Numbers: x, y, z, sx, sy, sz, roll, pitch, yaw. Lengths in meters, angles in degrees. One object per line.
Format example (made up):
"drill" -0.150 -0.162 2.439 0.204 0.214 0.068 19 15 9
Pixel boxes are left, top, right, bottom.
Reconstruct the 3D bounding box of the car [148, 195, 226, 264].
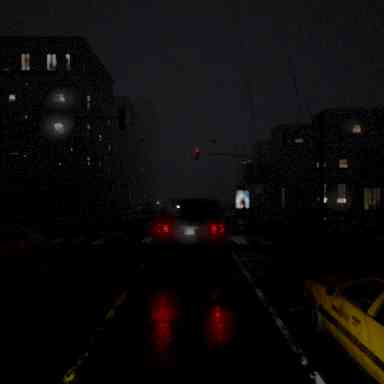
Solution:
"car" 0.017 1.229 11.938 2.150 2.045 5.566 0 0 2

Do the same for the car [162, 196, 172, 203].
"car" -5.642 1.640 75.904 1.752 1.417 4.829 0 0 0

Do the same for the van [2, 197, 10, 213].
"van" -17.743 1.307 28.349 3.998 1.788 1.690 0 0 0

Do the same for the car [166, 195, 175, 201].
"car" -5.635 1.583 87.467 1.967 1.590 4.097 0 0 0

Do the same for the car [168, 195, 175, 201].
"car" -5.630 1.684 92.993 1.752 1.417 4.829 -1 0 0

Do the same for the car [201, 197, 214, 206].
"car" 2.727 1.629 58.991 2.008 1.369 4.403 0 0 0

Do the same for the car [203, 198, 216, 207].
"car" 2.723 1.649 53.294 1.802 1.307 4.206 0 0 0

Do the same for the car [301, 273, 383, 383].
"car" 2.688 1.529 3.902 1.752 1.417 4.829 0 0 0

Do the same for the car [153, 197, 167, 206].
"car" -5.653 1.629 58.984 2.008 1.369 4.403 0 0 0

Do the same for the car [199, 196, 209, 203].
"car" 2.739 1.666 76.081 2.008 1.369 4.403 -1 0 0

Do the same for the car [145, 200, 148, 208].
"car" -5.662 1.607 47.591 2.008 1.369 4.403 0 0 0

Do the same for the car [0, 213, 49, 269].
"car" -5.689 1.533 9.269 1.752 1.417 4.829 0 0 0

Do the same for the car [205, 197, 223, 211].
"car" 2.714 1.486 41.900 1.967 1.590 4.097 0 0 0
